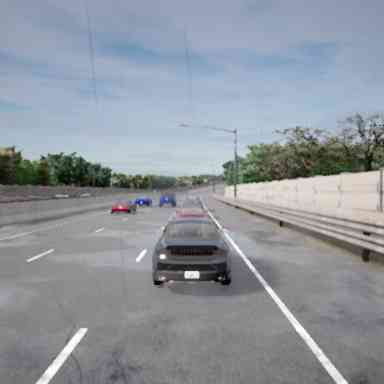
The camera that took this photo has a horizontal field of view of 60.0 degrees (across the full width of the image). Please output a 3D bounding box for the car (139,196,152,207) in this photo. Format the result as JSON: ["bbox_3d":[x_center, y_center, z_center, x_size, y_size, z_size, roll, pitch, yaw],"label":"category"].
[{"bbox_3d":[-6.878,1.272,47.712,1.882,1.535,5.008,0,0,0],"label":"car"}]

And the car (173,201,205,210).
[{"bbox_3d":[-0.001,1.448,18.767,1.812,1.442,4.674,0,0,0],"label":"car"}]

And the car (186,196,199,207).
[{"bbox_3d":[0.102,1.317,48.245,1.812,1.442,4.674,0,0,0],"label":"car"}]

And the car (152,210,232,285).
[{"bbox_3d":[0.000,1.466,9.328,1.837,1.490,4.892,0,0,0],"label":"car"}]

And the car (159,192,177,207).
[{"bbox_3d":[-3.400,1.019,47.405,2.150,2.045,5.566,0,1,0],"label":"car"}]

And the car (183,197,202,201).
[{"bbox_3d":[-0.001,1.390,27.686,1.837,1.490,4.892,0,0,0],"label":"car"}]

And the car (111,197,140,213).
[{"bbox_3d":[-6.900,1.423,34.088,1.994,1.385,4.181,0,0,0],"label":"car"}]
